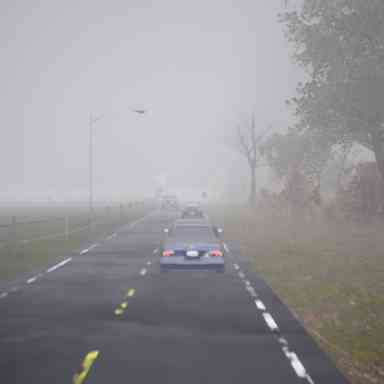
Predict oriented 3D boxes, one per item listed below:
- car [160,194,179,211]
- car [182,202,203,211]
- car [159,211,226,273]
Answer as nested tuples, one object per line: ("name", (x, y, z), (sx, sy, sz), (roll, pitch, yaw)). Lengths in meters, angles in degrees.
("car", (-2.867, 1.304, 43.009), (2.150, 2.045, 5.566), (0, 0, 0))
("car", (0.035, 1.594, 29.916), (1.812, 1.442, 4.674), (0, 0, 0))
("car", (0.032, 1.577, 10.776), (2.033, 1.411, 5.357), (0, 0, 1))
